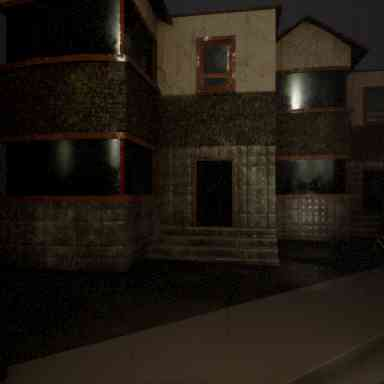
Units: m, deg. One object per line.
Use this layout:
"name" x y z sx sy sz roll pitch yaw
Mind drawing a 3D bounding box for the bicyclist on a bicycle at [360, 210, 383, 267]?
"bicyclist on a bicycle" 5.397 1.318 9.085 0.582 1.620 1.656 0 -2 -35
